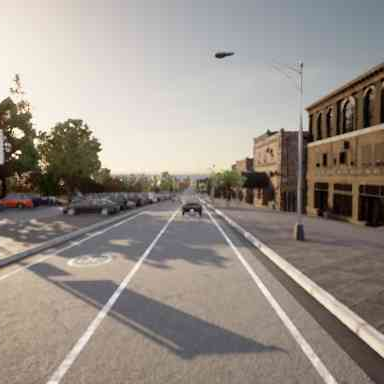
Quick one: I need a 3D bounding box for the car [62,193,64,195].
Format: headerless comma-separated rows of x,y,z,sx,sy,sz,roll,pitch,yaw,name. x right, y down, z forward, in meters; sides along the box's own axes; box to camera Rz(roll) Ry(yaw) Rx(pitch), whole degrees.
-21.741,1.374,51.556,5.366,1.575,1.946,0,0,0,car

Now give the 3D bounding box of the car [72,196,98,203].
-21.944,1.503,68.142,4.674,1.452,2.002,0,0,0,car

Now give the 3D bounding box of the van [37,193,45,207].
-22.037,1.113,43.200,4.442,1.987,1.878,0,0,0,van

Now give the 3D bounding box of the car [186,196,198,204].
0.009,1.542,63.631,2.033,1.411,5.357,0,0,0,car

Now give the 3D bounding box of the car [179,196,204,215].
0.014,1.383,31.141,1.837,1.490,4.892,0,-1,0,car

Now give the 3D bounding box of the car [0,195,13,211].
-21.923,1.357,34.850,4.674,1.452,2.002,0,0,0,car

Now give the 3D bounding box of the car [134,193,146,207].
-8.869,1.078,40.460,5.566,2.045,2.435,0,0,0,car

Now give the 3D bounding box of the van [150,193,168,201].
-8.776,1.389,88.111,4.442,1.987,1.878,0,0,0,van

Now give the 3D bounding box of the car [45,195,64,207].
-21.922,1.404,48.771,4.674,1.452,2.002,0,0,0,car

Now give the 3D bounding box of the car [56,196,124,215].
-8.839,1.320,29.249,4.892,1.521,2.231,0,0,0,car

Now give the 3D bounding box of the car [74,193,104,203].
-21.922,1.232,71.052,5.566,2.045,2.435,0,0,0,car

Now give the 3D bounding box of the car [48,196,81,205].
-21.904,1.432,57.127,4.792,1.488,2.163,0,0,0,car

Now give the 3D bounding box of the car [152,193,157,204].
-8.845,1.389,54.474,5.008,1.535,2.097,0,0,0,car

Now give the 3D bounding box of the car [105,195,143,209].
-8.809,1.213,43.260,4.553,1.767,2.185,0,0,0,car

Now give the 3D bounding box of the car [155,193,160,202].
-8.882,1.151,57.279,5.566,2.045,2.435,0,0,0,car

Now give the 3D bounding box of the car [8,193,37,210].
-21.889,1.204,40.419,4.553,1.767,2.185,0,0,0,car

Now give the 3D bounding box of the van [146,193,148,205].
-8.726,1.126,46.065,4.442,1.987,1.878,0,0,0,van

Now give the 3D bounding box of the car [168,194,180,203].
-3.243,1.506,69.668,2.128,1.511,4.902,0,0,0,car

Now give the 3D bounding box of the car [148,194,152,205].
-8.839,1.365,48.868,4.892,1.521,2.231,0,0,0,car

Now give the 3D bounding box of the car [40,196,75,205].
-21.924,1.389,54.342,5.008,1.535,2.097,0,0,0,car

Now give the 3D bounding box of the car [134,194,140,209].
-8.847,1.322,37.654,4.892,1.521,2.231,0,0,0,car

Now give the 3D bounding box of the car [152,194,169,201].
-8.868,1.532,93.717,4.553,1.767,2.185,0,0,0,car

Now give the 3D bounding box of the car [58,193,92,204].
-21.912,1.178,62.697,5.566,2.045,2.435,0,0,0,car

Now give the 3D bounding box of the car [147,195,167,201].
-8.884,1.593,85.307,5.008,1.535,2.097,0,0,0,car

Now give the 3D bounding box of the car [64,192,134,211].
-8.871,1.065,32.050,5.566,2.045,2.435,0,0,0,car

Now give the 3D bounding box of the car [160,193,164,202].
-8.863,1.464,68.491,5.008,1.535,2.097,0,0,0,car

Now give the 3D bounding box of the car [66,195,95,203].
-21.938,1.446,65.482,5.008,1.535,2.097,0,0,0,car

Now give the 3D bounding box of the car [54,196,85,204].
-21.965,1.444,59.912,4.792,1.488,2.163,0,0,0,car

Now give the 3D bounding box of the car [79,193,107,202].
-21.926,1.253,73.714,5.566,2.045,2.435,0,0,0,car
